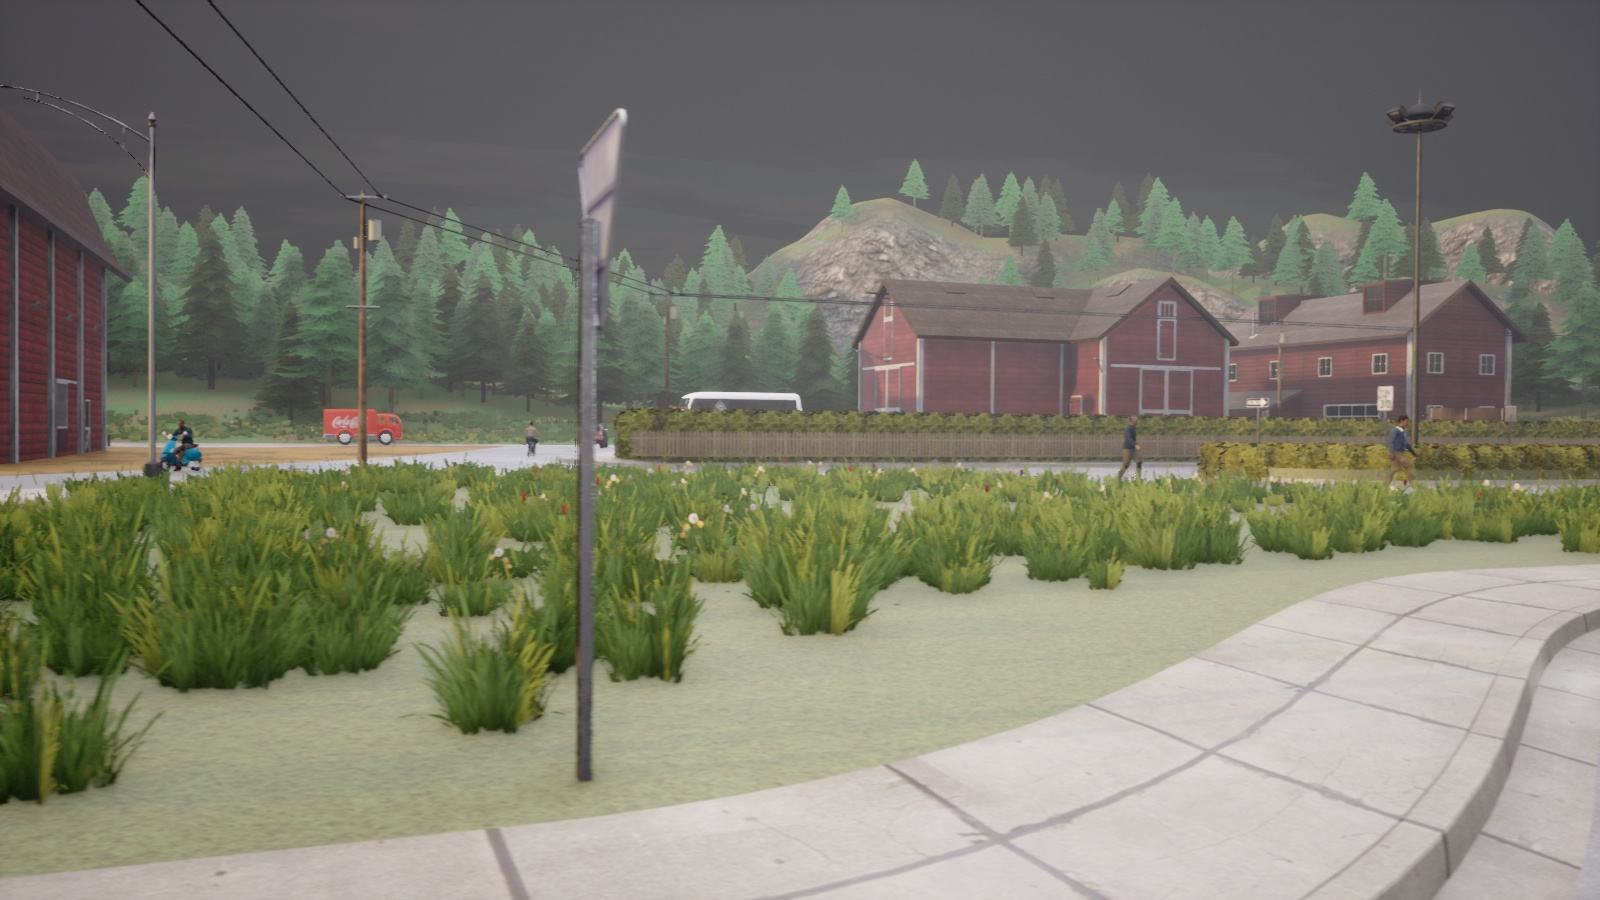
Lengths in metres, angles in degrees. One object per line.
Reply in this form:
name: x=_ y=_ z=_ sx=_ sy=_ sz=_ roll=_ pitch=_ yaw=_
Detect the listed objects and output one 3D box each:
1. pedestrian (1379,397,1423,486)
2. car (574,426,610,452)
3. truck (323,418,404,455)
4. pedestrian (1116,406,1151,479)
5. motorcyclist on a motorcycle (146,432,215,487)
pedestrian: x=13.285 y=-0.187 z=27.752 sx=0.788 sy=1.949 sz=0.423 roll=0 pitch=1 yaw=41
car: x=-13.137 y=-0.704 z=79.516 sx=1.851 sy=1.617 sz=3.988 roll=-1 pitch=1 yaw=-3
truck: x=-30.411 y=-0.930 z=87.467 sx=5.204 sy=2.467 sz=2.627 roll=-1 pitch=1 yaw=-20
pedestrian: x=8.443 y=-0.194 z=31.780 sx=0.726 sy=1.842 sz=0.402 roll=0 pitch=1 yaw=40
motorcyclist on a motorcycle: x=-18.669 y=0.279 z=37.897 sx=0.866 sy=1.590 sz=1.817 roll=0 pitch=1 yaw=14
